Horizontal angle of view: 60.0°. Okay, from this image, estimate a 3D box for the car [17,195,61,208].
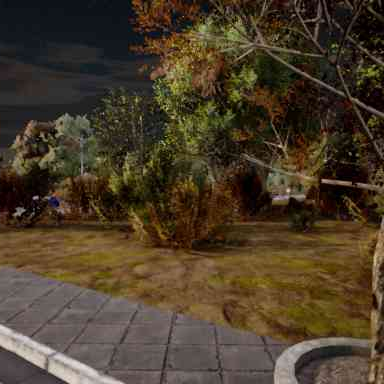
[{"bbox_3d":[-20.087,1.213,43.881,1.882,1.535,5.008,0,0,32],"label":"car"}]

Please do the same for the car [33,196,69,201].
[{"bbox_3d":[-17.572,1.238,41.306,1.882,1.535,5.008,0,0,32],"label":"car"}]
